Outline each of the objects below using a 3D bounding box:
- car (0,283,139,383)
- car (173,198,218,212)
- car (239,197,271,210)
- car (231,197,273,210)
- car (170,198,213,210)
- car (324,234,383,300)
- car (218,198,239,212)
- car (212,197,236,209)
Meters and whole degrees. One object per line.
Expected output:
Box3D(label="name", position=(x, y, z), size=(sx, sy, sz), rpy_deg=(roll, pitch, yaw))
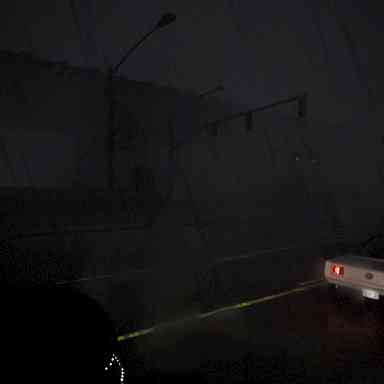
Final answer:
Box3D(label="car", position=(-3.019, 1.221, 1.596), size=(5.566, 2.045, 2.150), rpy_deg=(0, 0, -35))
Box3D(label="car", position=(0.037, 1.453, 36.382), size=(4.974, 1.542, 2.038), rpy_deg=(0, 0, 8))
Box3D(label="car", position=(7.637, 1.295, 42.824), size=(4.536, 1.218, 1.853), rpy_deg=(0, 0, -7))
Box3D(label="car", position=(7.688, 1.452, 42.831), size=(4.974, 1.542, 2.038), rpy_deg=(0, 0, -7))
Box3D(label="car", position=(-0.014, 1.295, 36.389), size=(4.536, 1.218, 1.853), rpy_deg=(0, 0, 8))
Box3D(label="car", position=(5.125, 1.601, 7.437), size=(4.718, 1.301, 1.895), rpy_deg=(0, 0, -35))
Box3D(label="car", position=(3.780, 1.452, 39.069), size=(2.038, 1.542, 4.974), rpy_deg=(0, 0, 18))
Box3D(label="car", position=(3.796, 1.295, 39.118), size=(1.853, 1.218, 4.536), rpy_deg=(0, 0, 18))
